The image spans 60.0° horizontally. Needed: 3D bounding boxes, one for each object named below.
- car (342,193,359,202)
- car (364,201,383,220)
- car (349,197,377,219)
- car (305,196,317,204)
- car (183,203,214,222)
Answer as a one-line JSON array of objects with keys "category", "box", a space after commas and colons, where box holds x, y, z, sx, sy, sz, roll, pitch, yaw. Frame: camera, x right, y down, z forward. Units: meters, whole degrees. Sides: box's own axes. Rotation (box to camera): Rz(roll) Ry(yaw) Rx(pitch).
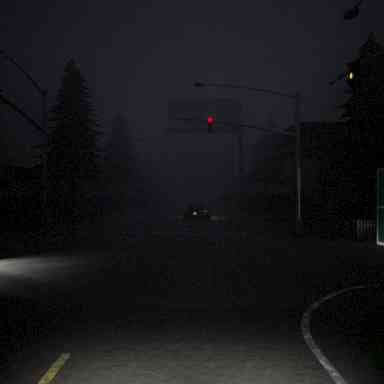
[{"category": "car", "box": [34.960, 1.490, 71.792, 2.007, 1.523, 4.514, 0, 0, 0]}, {"category": "car", "box": [18.718, 1.672, 30.616, 4.611, 1.667, 2.242, 0, 0, 0]}, {"category": "car", "box": [14.387, 1.505, 24.949, 3.866, 1.878, 1.905, 0, 0, 0]}, {"category": "car", "box": [22.550, 1.553, 64.010, 1.970, 1.475, 3.806, 0, 0, 0]}, {"category": "car", "box": [0.536, 1.564, 26.784, 1.994, 1.385, 4.181, 0, 0, 9]}]
